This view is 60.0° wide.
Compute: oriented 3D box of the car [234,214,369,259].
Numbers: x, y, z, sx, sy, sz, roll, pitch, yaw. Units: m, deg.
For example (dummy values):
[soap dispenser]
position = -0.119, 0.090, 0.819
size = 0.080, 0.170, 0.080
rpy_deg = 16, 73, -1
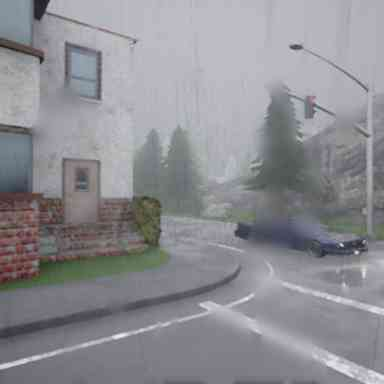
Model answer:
[car]
position = 4.005, 1.622, 13.302
size = 2.033, 1.411, 5.357
rpy_deg = 0, 0, -35
